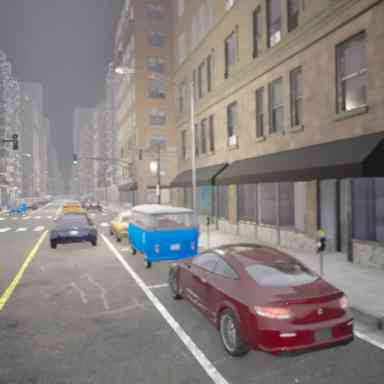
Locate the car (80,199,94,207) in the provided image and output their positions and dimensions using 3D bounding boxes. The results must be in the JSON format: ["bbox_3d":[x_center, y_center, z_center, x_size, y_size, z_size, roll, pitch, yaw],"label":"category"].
[{"bbox_3d":[-18.270,1.885,57.777,1.947,1.339,4.313,-1,0,-20],"label":"car"}]

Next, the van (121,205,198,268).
[{"bbox_3d":[-1.124,1.357,11.217,1.690,1.788,3.998,-1,0,-20],"label":"van"}]

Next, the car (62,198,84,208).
[{"bbox_3d":[-13.144,1.720,36.410,1.882,1.535,5.008,-1,0,-20],"label":"car"}]

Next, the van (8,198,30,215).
[{"bbox_3d":[-20.476,1.736,39.091,1.690,1.788,3.998,-1,0,-20],"label":"van"}]

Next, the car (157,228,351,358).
[{"bbox_3d":[0.841,1.561,5.896,1.802,1.307,4.206,-1,0,-20],"label":"car"}]

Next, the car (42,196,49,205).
[{"bbox_3d":[-32.057,2.118,70.542,1.887,1.381,4.507,-1,0,-20],"label":"car"}]

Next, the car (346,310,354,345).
[{"bbox_3d":[2.800,1.490,0.576,2.008,1.369,4.403,-1,0,-20],"label":"car"}]

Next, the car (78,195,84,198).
[{"bbox_3d":[-16.345,1.603,52.536,2.192,1.841,5.009,-1,0,-20],"label":"car"}]

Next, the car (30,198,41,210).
[{"bbox_3d":[-24.338,1.776,49.575,2.192,1.841,5.009,-1,0,-20],"label":"car"}]

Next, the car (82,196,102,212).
[{"bbox_3d":[-12.482,1.662,42.055,1.967,1.590,4.097,-1,0,-20],"label":"car"}]

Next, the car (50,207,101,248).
[{"bbox_3d":[-5.577,1.670,15.768,1.994,1.385,4.181,-1,0,-19],"label":"car"}]

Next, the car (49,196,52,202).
[{"bbox_3d":[-35.919,2.188,81.026,1.947,1.339,4.313,-1,0,-20],"label":"car"}]

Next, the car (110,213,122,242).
[{"bbox_3d":[-3.139,1.578,16.696,1.752,1.417,4.829,-1,0,-20],"label":"car"}]
